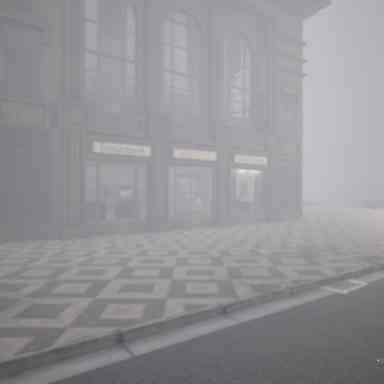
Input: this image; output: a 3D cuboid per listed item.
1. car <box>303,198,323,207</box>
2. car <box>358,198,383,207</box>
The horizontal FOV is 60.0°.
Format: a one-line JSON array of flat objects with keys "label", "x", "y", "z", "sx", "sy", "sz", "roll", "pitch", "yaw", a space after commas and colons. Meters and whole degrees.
[{"label": "car", "x": 17.886, "y": 1.599, "z": 51.088, "sx": 1.887, "sy": 1.381, "sz": 4.507, "roll": 0, "pitch": 0, "yaw": -36}, {"label": "car", "x": 28.110, "y": 1.636, "z": 51.587, "sx": 1.947, "sy": 1.339, "sz": 4.313, "roll": 0, "pitch": 0, "yaw": -36}]
